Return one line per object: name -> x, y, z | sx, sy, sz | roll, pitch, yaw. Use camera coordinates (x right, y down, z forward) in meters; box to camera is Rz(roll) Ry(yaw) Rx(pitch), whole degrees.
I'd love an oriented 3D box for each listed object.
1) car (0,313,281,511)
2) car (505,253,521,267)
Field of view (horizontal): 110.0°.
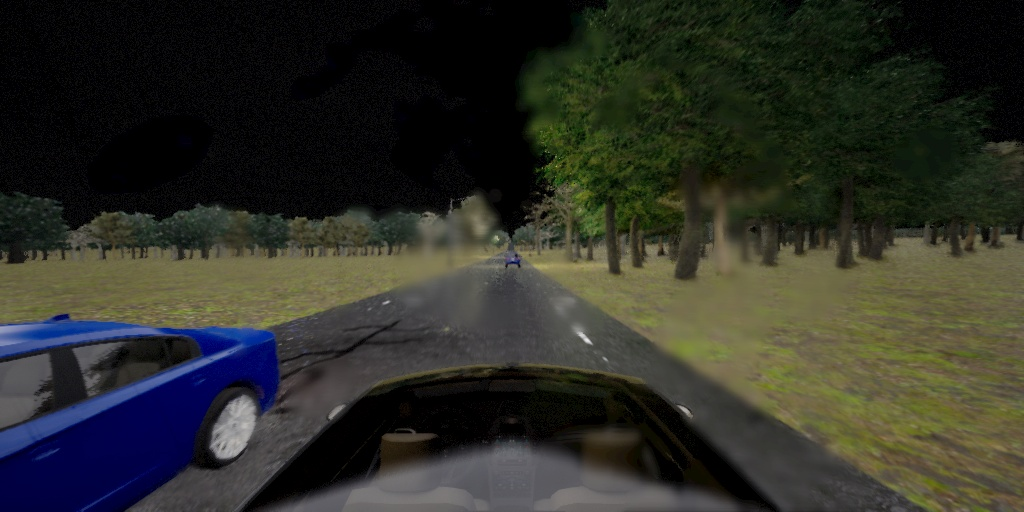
car -> -3.596, 1.226, 2.024 | 1.882, 1.535, 5.008 | 0, 0, 0
car -> 0.122, 0.571, 52.882 | 2.150, 2.045, 5.566 | 0, 0, 0
